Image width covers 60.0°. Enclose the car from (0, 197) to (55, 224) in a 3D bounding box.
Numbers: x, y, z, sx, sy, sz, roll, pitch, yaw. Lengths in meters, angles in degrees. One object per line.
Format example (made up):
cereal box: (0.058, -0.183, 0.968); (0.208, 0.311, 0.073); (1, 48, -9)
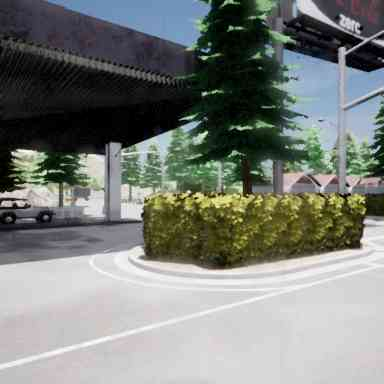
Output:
car: (-11.918, 1.312, 23.516); (3.866, 1.878, 1.905); (0, 0, -36)
